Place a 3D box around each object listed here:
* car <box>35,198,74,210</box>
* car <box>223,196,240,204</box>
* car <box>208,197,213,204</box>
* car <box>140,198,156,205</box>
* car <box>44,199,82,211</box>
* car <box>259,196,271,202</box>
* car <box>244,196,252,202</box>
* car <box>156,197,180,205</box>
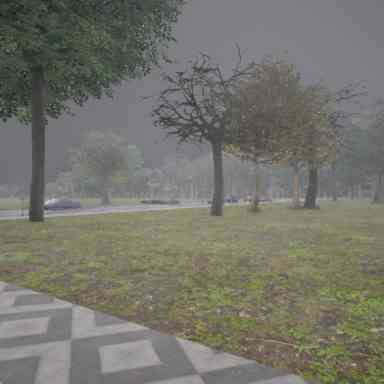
[{"bbox_3d":[-18.592,1.639,45.291,1.812,1.442,4.674,-1,0,36],"label":"car"},{"bbox_3d":[7.582,1.576,65.003,1.837,1.490,4.892,-1,-1,35],"label":"car"},{"bbox_3d":[4.923,1.670,66.874,1.994,1.385,4.181,-1,-1,35],"label":"car"},{"bbox_3d":[-7.334,1.748,61.031,1.895,1.301,4.718,-1,-1,36],"label":"car"},{"bbox_3d":[-16.734,1.622,42.295,2.033,1.411,5.357,-1,0,35],"label":"car"},{"bbox_3d":[17.281,1.673,78.852,1.994,1.385,4.181,-1,-1,35],"label":"car"},{"bbox_3d":[14.027,1.677,79.882,1.812,1.442,4.674,-1,-1,35],"label":"car"},{"bbox_3d":[-3.980,1.679,60.124,1.994,1.385,4.181,-1,-1,36],"label":"car"}]
